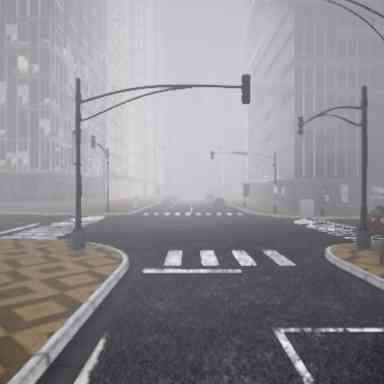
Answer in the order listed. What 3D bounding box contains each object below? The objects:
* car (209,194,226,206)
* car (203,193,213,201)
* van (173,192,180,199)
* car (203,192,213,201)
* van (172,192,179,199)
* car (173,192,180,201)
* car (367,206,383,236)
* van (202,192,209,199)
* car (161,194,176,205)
[{"bbox_3d":[3.880,1.377,48.499,1.947,1.339,4.313,0,0,0],"label":"car"},{"bbox_3d":[3.684,1.115,76.135,1.967,1.590,4.097,0,0,0],"label":"car"},{"bbox_3d":[-4.285,0.930,92.674,1.690,1.788,3.998,0,0,0],"label":"van"},{"bbox_3d":[3.713,1.019,70.606,2.192,1.841,5.009,0,0,0],"label":"car"},{"bbox_3d":[-4.256,0.959,87.147,1.690,1.788,3.998,0,0,0],"label":"van"},{"bbox_3d":[-4.167,1.270,70.565,1.947,1.339,4.313,0,0,0],"label":"car"},{"bbox_3d":[11.444,1.511,17.288,4.553,1.767,2.097,1,0,-3],"label":"car"},{"bbox_3d":[3.624,0.958,87.189,1.690,1.788,3.998,0,0,0],"label":"van"},{"bbox_3d":[-4.079,1.368,53.983,1.802,1.307,4.206,0,0,0],"label":"car"}]
